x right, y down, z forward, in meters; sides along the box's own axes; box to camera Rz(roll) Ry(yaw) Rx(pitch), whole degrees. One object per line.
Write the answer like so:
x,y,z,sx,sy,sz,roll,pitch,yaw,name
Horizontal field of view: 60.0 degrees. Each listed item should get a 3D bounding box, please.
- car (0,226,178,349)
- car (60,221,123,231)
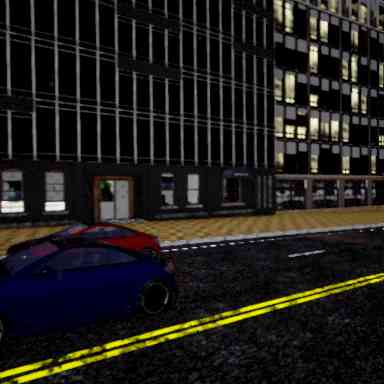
-2.330,1.555,5.926,4.181,1.385,1.994,0,0,-35,car
-2.933,1.554,9.452,4.181,1.385,1.994,0,0,-34,car
